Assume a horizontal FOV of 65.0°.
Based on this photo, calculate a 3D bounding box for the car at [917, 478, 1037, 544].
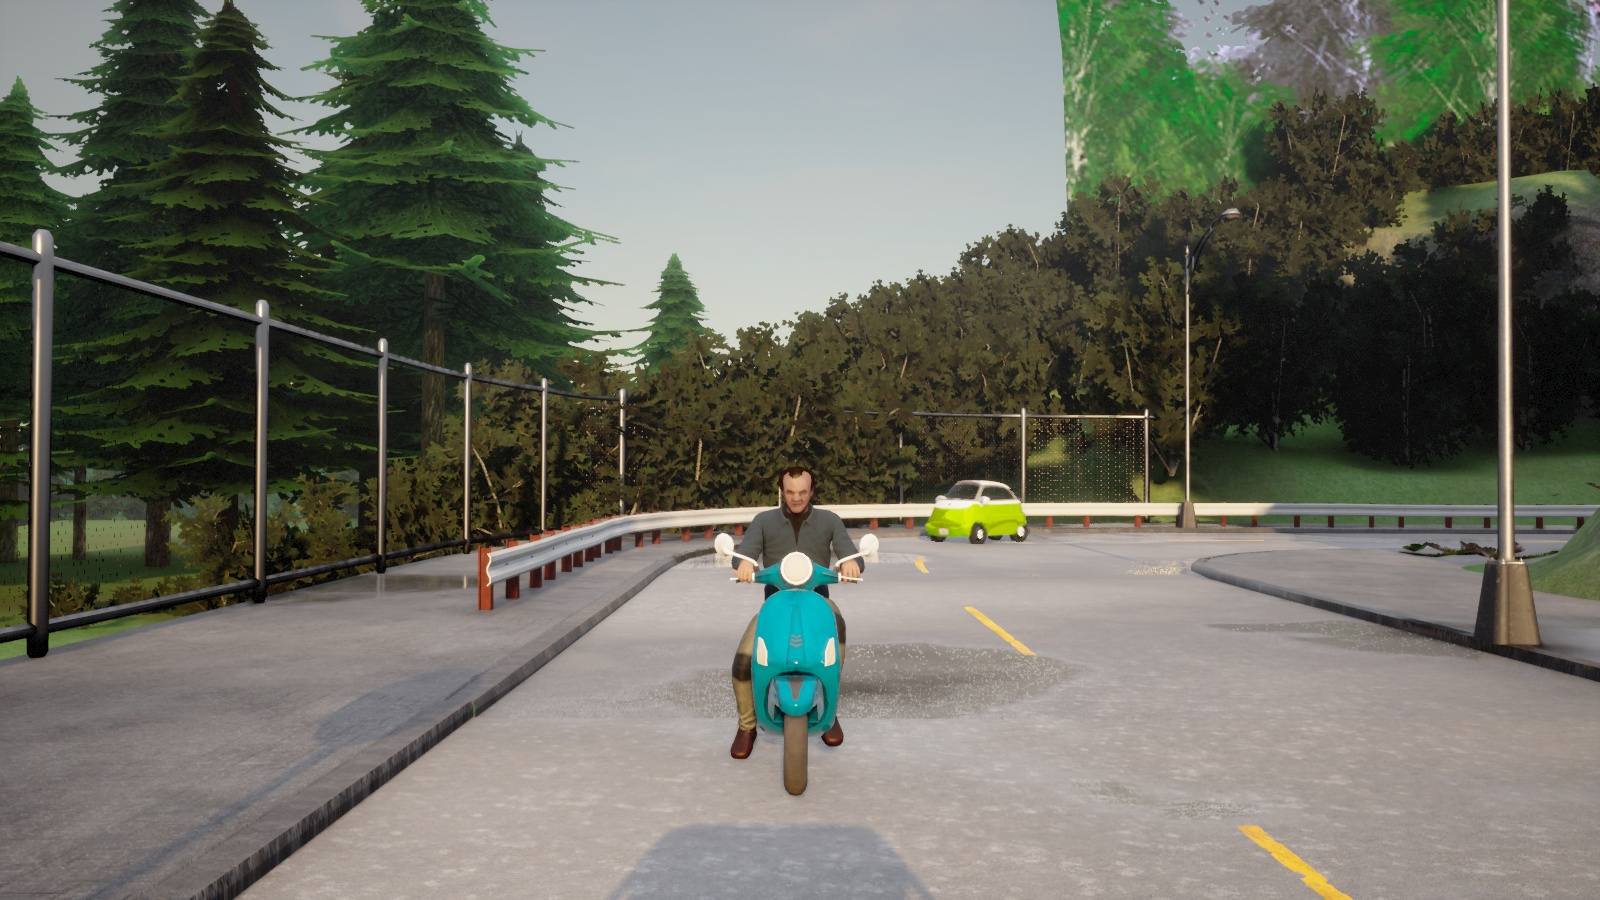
[{"bbox_3d":[3.908,1.319,27.647,2.207,1.376,1.481,1,-2,-38],"label":"car"}]

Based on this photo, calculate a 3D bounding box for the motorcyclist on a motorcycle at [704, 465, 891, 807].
[{"bbox_3d":[-0.012,0.881,6.766,0.866,1.590,1.817,0,-1,0],"label":"motorcyclist on a motorcycle"}]
